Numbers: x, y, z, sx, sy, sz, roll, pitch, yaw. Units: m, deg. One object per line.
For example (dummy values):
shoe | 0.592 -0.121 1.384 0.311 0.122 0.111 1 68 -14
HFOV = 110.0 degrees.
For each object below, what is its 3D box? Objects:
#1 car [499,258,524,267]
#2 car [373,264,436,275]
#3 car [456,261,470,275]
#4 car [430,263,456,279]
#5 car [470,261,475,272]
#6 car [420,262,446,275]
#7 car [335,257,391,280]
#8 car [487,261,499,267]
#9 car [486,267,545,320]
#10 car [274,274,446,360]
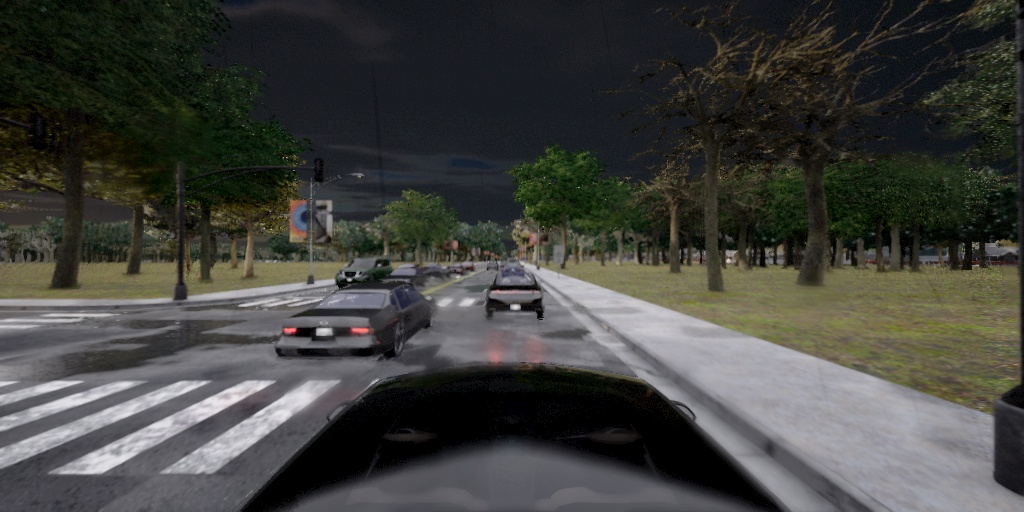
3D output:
car | 0.111 1.288 34.702 2.097 1.767 4.553 0 0 0
car | -6.592 1.413 22.637 2.033 1.411 5.357 0 0 0
car | -6.550 1.547 42.237 1.994 1.385 4.181 0 0 1
car | -6.584 1.522 32.225 1.895 1.301 4.718 0 0 0
car | -6.486 1.526 52.490 1.882 1.535 5.008 0 0 0
car | -9.783 1.546 44.706 2.033 1.411 5.357 0 0 0
car | -9.828 1.097 24.434 2.150 2.045 5.566 0 0 0
car | -3.172 1.593 60.629 2.128 1.511 4.902 0 0 0
car | 0.103 1.303 12.988 2.128 1.511 4.902 0 0 0
car | -3.146 1.335 8.521 2.033 1.411 5.357 0 0 0
